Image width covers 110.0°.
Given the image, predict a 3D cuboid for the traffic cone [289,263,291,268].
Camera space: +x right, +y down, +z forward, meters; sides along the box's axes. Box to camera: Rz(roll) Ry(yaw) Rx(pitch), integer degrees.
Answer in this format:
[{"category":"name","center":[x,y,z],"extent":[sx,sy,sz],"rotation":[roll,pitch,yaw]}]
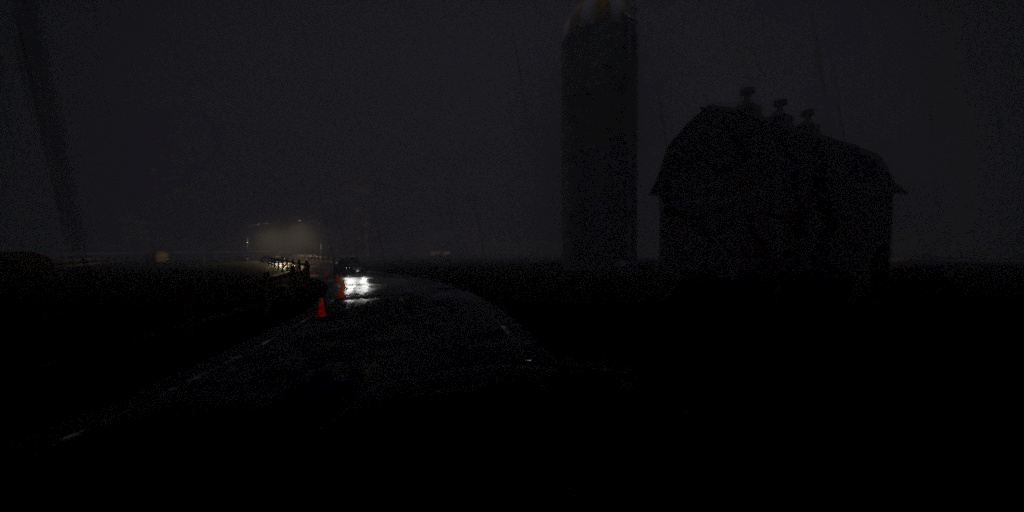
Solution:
[{"category":"traffic cone","center":[-27.135,1.198,43.903],"extent":[0.340,0.580,0.340],"rotation":[0,0,-39]}]

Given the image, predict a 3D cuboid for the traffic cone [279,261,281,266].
[{"category":"traffic cone","center":[-33.372,1.088,51.720],"extent":[0.340,0.580,0.340],"rotation":[0,0,-39]}]

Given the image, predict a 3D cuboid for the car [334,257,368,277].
[{"category":"car","center":[-13.692,0.882,30.286],"extent":[2.128,1.511,4.902],"rotation":[-2,2,-37]}]

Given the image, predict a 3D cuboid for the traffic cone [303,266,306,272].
[{"category":"traffic cone","center":[-20.898,1.308,36.087],"extent":[0.340,0.580,0.340],"rotation":[0,0,-39]}]

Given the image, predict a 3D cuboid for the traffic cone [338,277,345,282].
[{"category":"traffic cone","center":[-9.529,1.503,20.293],"extent":[0.340,0.580,0.340],"rotation":[0,0,-27]}]

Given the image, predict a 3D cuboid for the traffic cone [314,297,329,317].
[{"category":"traffic cone","center":[-6.078,1.616,11.451],"extent":[0.340,0.580,0.340],"rotation":[0,0,-16]}]

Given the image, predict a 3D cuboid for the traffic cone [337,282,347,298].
[{"category":"traffic cone","center":[-7.583,1.557,15.958],"extent":[0.340,0.580,0.340],"rotation":[0,0,-21]}]

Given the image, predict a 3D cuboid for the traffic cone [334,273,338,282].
[{"category":"traffic cone","center":[-11.898,1.453,24.411],"extent":[0.340,0.580,0.340],"rotation":[0,0,-33]}]

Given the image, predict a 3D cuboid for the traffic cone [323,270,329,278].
[{"category":"traffic cone","center":[-14.664,1.409,28.274],"extent":[0.340,0.580,0.340],"rotation":[0,0,-38]}]

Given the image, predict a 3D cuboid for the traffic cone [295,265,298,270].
[{"category":"traffic cone","center":[-24.016,1.253,39.996],"extent":[0.340,0.580,0.340],"rotation":[0,0,-39]}]

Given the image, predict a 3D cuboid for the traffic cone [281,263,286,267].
[{"category":"traffic cone","center":[-30.254,1.143,47.812],"extent":[0.340,0.580,0.340],"rotation":[0,0,-39]}]

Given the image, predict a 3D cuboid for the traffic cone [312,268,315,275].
[{"category":"traffic cone","center":[-17.779,1.359,32.179],"extent":[0.340,0.580,0.340],"rotation":[0,0,-39]}]
